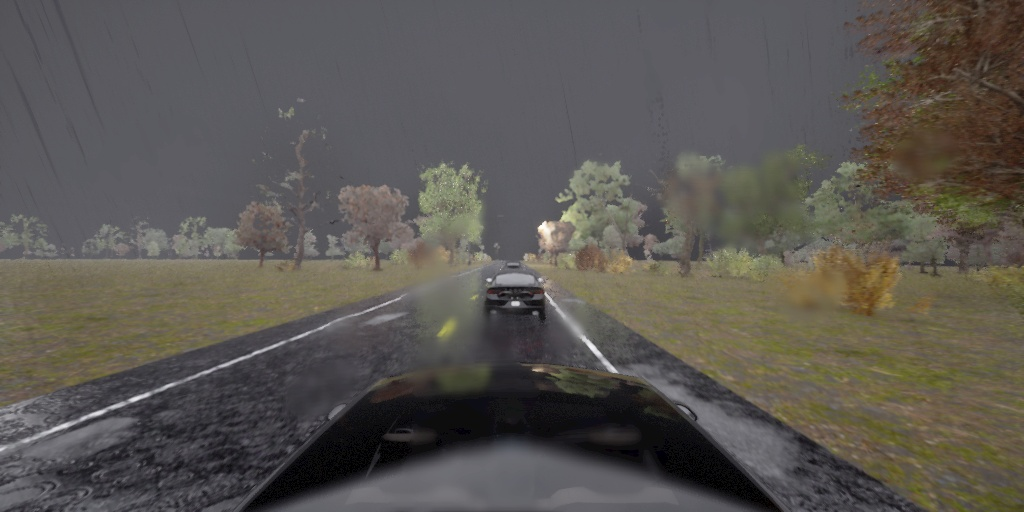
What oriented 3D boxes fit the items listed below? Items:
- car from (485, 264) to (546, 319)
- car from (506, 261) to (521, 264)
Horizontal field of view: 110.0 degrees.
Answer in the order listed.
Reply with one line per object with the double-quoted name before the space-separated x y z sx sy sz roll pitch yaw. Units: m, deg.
"car" 0.103 1.220 12.783 1.882 1.535 5.008 0 0 0
"car" 0.108 1.234 32.860 1.837 1.490 4.892 0 0 0
